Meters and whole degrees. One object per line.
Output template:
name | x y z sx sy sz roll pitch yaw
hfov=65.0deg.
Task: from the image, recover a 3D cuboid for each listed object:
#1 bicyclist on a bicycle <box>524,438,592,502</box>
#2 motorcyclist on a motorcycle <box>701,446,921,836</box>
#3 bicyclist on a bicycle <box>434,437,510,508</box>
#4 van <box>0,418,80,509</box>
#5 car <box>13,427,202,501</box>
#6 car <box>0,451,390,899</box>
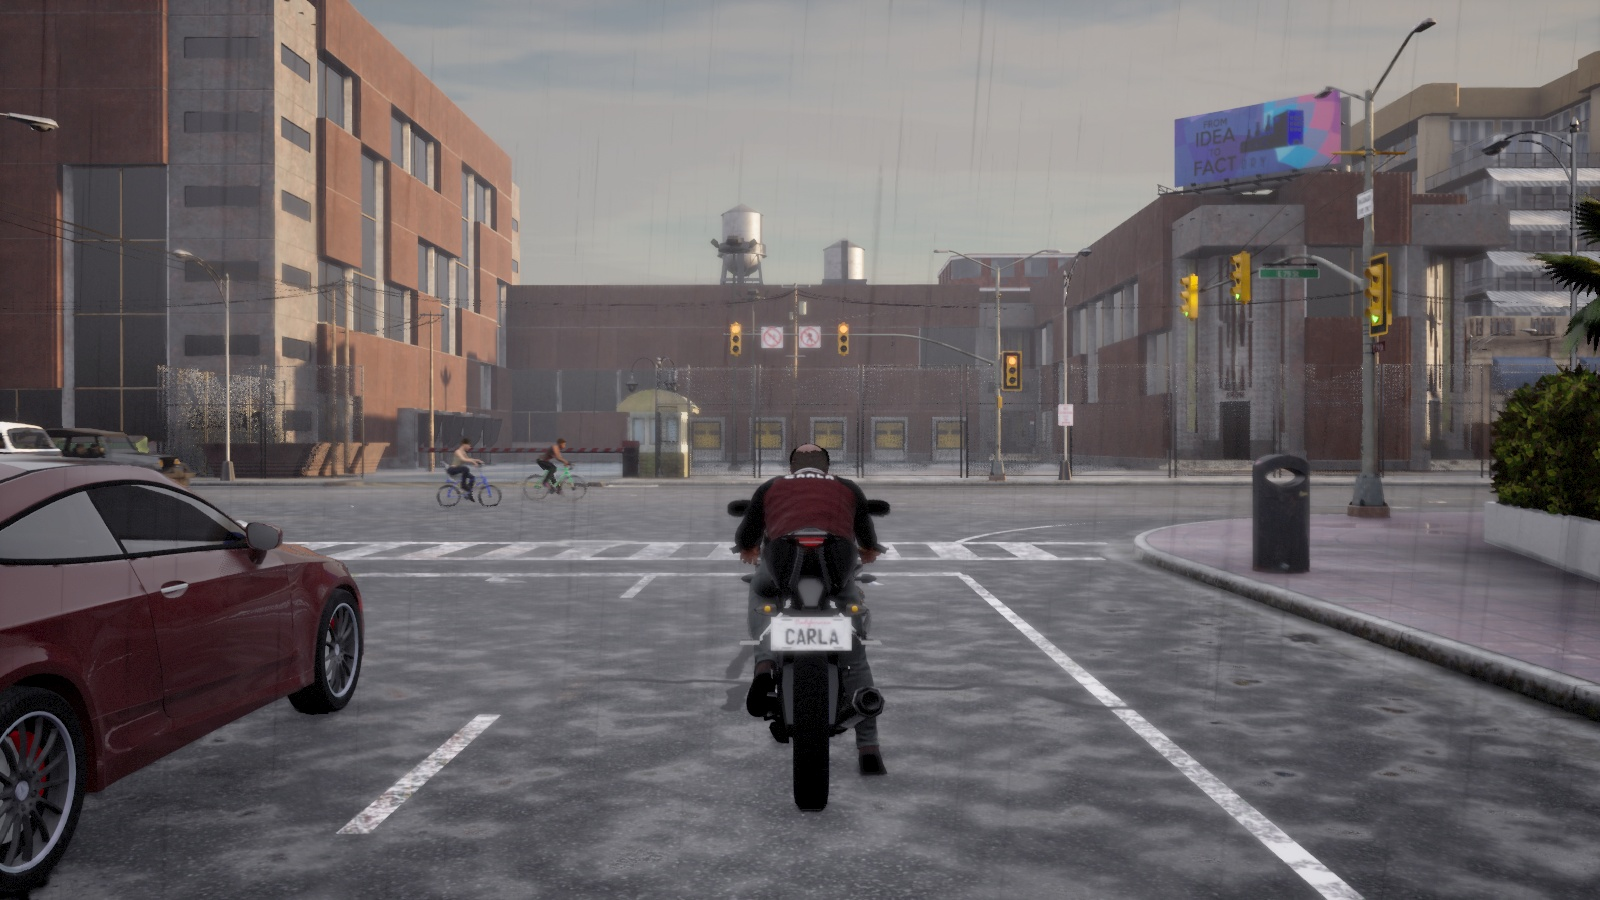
bicyclist on a bicycle | -6.247 0.511 32.460 1.656 1.620 0.582 0 0 1
motorcyclist on a motorcycle | 0.045 0.747 6.037 0.866 1.530 2.191 0 0 0
bicyclist on a bicycle | -7.549 0.513 28.972 1.509 1.612 0.866 0 0 1
van | -19.537 0.289 29.138 4.480 2.038 2.069 0 0 1
car | -17.919 0.344 32.617 3.866 1.878 1.905 0 0 1
car | -3.445 0.739 5.441 1.812 1.442 4.674 0 0 0
